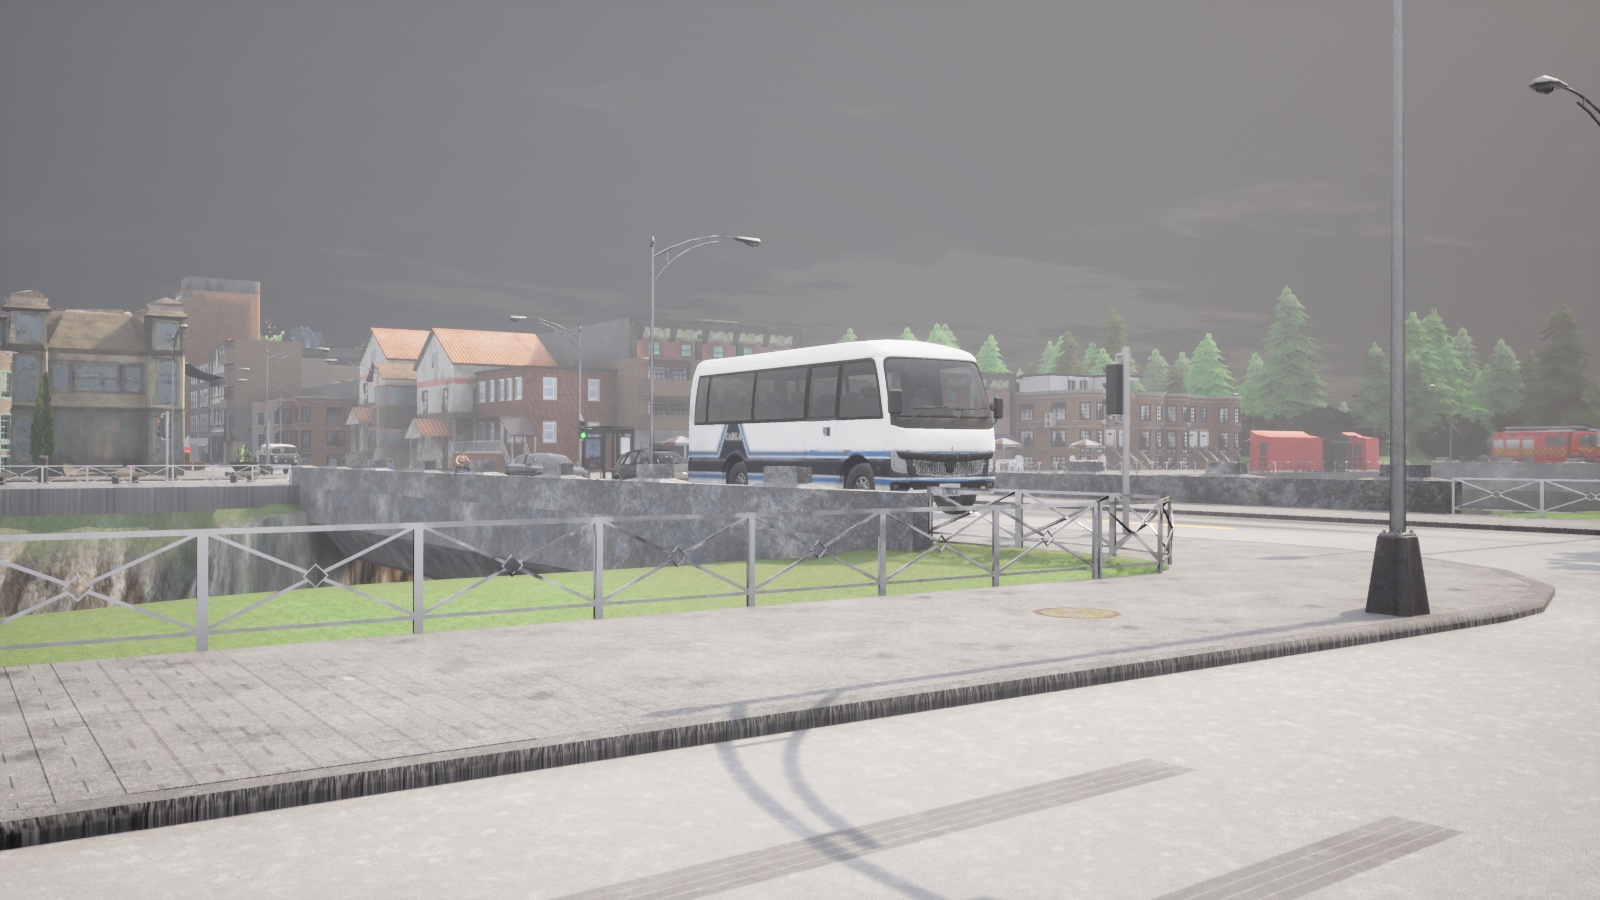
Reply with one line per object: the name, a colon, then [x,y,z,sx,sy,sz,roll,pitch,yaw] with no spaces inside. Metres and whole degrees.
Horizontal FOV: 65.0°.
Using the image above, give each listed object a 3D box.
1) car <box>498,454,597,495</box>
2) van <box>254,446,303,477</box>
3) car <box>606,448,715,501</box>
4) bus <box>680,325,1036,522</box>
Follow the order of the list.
car: [-9.613,0.886,47.507,1.837,1.490,4.892,0,0,-36]
van: [-34.689,0.746,83.502,2.069,2.038,4.480,0,0,-35]
car: [-4.535,0.751,40.350,1.851,1.617,3.988,0,0,-33]
bus: [1.029,-0.554,32.420,3.944,4.253,10.273,0,0,-33]
